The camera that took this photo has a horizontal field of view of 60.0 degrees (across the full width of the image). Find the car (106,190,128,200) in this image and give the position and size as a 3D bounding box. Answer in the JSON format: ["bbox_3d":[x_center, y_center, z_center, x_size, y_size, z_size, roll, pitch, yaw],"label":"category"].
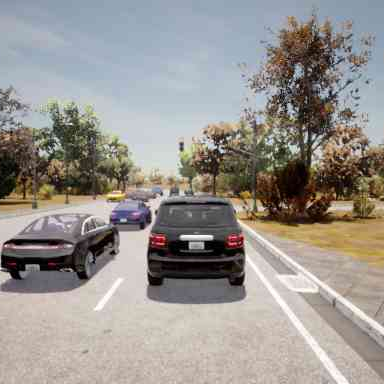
[{"bbox_3d":[-10.608,0.612,46.528,1.882,1.535,5.008,0,1,-2],"label":"car"}]

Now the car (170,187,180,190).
[{"bbox_3d":[-4.013,-0.239,76.547,2.150,2.045,5.566,0,1,-2],"label":"car"}]

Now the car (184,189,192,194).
[{"bbox_3d":[-1.014,-0.201,87.174,1.994,1.385,4.181,0,1,-3],"label":"car"}]

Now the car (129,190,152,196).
[{"bbox_3d":[-7.076,0.705,46.176,1.994,1.385,4.181,0,1,-1],"label":"car"}]

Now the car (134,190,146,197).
[{"bbox_3d":[-10.792,0.237,69.536,1.994,1.385,4.181,0,1,-1],"label":"car"}]

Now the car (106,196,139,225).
[{"bbox_3d":[-3.393,1.203,18.779,1.812,1.442,4.674,0,1,0],"label":"car"}]

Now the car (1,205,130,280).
[{"bbox_3d":[-3.398,1.350,9.513,2.128,1.511,4.902,0,1,0],"label":"car"}]

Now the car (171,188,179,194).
[{"bbox_3d":[-4.509,-0.224,86.975,2.128,1.511,4.902,0,1,-3],"label":"car"}]

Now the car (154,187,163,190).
[{"bbox_3d":[-7.332,-0.121,71.051,2.150,2.045,5.566,0,1,-1],"label":"car"}]

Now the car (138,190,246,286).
[{"bbox_3d":[0.098,1.086,9.179,2.150,2.045,5.566,0,1,0],"label":"car"}]

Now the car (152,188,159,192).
[{"bbox_3d":[-7.155,0.470,56.220,1.812,1.442,4.674,0,1,-1],"label":"car"}]

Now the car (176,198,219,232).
[{"bbox_3d":[0.144,1.166,18.906,2.128,1.511,4.902,0,1,-3],"label":"car"}]
